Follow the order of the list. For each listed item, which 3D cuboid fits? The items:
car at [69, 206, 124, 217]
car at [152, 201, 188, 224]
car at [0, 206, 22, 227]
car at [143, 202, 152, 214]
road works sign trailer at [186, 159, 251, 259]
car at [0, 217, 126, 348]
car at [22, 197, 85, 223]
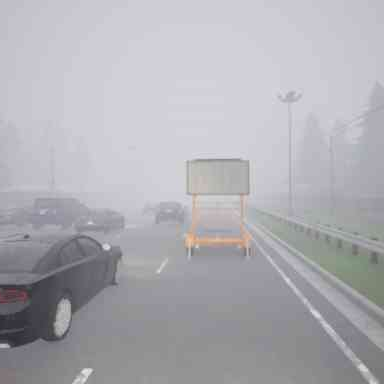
[{"bbox_3d":[-5.424,1.677,20.149,1.994,1.385,4.181,0,0,4],"label":"car"},{"bbox_3d":[-1.511,1.484,26.181,2.097,1.767,4.553,0,0,4],"label":"car"},{"bbox_3d":[-12.195,1.698,23.775,2.033,1.411,5.357,0,0,4],"label":"car"},{"bbox_3d":[-4.217,1.798,38.086,1.895,1.301,4.718,0,0,4],"label":"car"},{"bbox_3d":[0.997,0.524,12.844,2.380,3.560,2.880,0,0,4],"label":"road works sign trailer"},{"bbox_3d":[-2.826,1.518,6.619,1.882,1.535,5.008,0,0,4],"label":"car"},{"bbox_3d":[-8.768,1.357,22.598,2.150,2.045,5.566,0,0,4],"label":"car"}]
